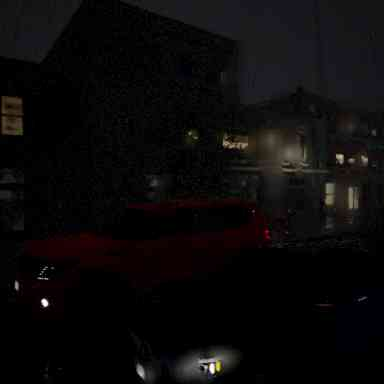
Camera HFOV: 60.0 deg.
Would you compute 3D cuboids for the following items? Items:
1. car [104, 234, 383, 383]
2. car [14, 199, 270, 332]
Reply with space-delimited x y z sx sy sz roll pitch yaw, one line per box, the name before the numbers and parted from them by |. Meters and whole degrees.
car | 1.389 1.501 4.677 4.674 1.442 1.812 0 0 -36
car | -0.685 1.198 7.189 5.566 2.045 2.150 0 0 -36
